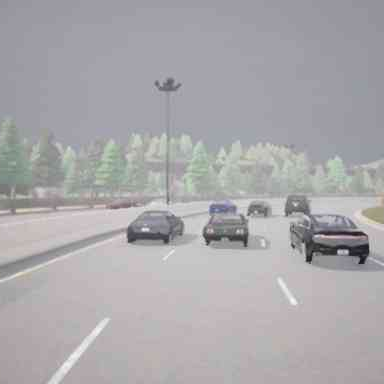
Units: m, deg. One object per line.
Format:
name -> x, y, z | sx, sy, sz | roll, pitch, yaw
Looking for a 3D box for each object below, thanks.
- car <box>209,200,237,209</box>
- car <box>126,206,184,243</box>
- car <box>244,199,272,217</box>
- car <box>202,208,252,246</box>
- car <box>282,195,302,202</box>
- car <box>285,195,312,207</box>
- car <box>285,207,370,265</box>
car -> 3.196, 1.545, 33.298 | 1.882, 1.535, 5.008 | 0, 0, 21
car -> -1.653, 1.585, 16.239 | 1.994, 1.385, 4.181 | 0, 0, 10
car -> 6.707, 1.583, 32.702 | 1.837, 1.490, 4.892 | 0, 0, 21
car -> 1.731, 1.633, 15.615 | 1.895, 1.301, 4.718 | 0, 0, 10
car -> 22.389, 1.342, 74.141 | 4.902, 1.511, 2.128 | 0, 0, -43
car -> 10.497, 1.313, 32.835 | 2.150, 2.045, 5.566 | 0, 0, 22
car -> 4.696, 1.528, 11.968 | 2.128, 1.511, 4.902 | 0, 0, 8
